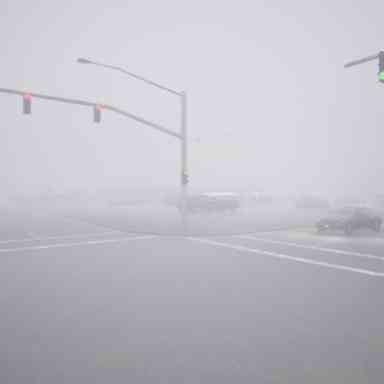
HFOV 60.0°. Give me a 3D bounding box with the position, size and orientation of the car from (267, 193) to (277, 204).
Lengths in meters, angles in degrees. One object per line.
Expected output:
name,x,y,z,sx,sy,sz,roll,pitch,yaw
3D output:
car,19.519,1.400,74.868,3.806,1.475,1.970,0,0,-35

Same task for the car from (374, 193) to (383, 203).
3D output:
car,32.553,1.157,56.505,3.866,1.878,1.905,0,0,-35

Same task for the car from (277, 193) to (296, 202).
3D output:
car,21.183,1.160,72.499,3.866,1.878,1.905,0,0,-35

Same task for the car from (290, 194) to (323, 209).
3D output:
car,16.735,1.407,48.619,3.806,1.475,1.970,0,0,-35

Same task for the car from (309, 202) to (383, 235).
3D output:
car,9.071,1.547,19.049,4.674,1.442,1.812,0,0,-35

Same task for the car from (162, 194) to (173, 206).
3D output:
car,-2.188,1.175,49.124,4.605,1.855,1.932,0,0,-35

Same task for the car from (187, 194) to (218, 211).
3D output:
car,1.076,1.416,44.600,3.806,1.475,1.970,0,0,-35

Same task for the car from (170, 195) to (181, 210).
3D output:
car,-0.596,1.385,46.963,3.905,1.438,1.784,0,0,-35

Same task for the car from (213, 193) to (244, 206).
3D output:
car,6.896,1.167,62.357,4.605,1.855,1.932,0,0,-35
